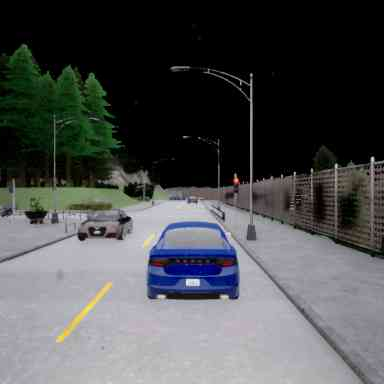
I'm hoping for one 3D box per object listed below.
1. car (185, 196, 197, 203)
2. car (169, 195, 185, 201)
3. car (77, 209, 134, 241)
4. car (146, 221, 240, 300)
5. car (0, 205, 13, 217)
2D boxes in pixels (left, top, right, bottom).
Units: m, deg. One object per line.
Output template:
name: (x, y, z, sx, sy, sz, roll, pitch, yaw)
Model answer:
car: (0.121, 1.525, 66.483, 1.812, 1.442, 4.674, 0, 0, 0)
car: (-3.810, 1.540, 87.951, 5.357, 1.411, 2.033, 0, 0, 40)
car: (-4.136, 1.564, 16.463, 1.994, 1.385, 4.181, 0, 0, 0)
car: (0.037, 1.478, 8.457, 1.882, 1.535, 5.008, 0, 0, 1)
car: (-17.871, 1.564, 28.977, 4.181, 1.385, 1.994, 0, 0, 0)
